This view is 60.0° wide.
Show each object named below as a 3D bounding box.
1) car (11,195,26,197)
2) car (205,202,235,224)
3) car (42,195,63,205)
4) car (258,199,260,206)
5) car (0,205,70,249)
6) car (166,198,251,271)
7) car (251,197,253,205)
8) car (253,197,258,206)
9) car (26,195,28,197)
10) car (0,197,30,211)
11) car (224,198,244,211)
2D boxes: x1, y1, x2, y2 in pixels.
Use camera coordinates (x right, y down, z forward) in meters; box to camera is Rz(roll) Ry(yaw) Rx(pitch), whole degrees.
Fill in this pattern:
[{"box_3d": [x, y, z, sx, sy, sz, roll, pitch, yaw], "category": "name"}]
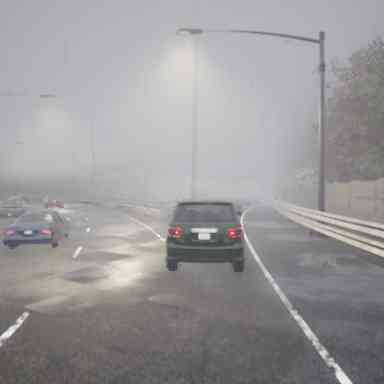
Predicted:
[{"box_3d": [-26.852, 1.358, 50.311, 1.812, 1.442, 4.674, 0, 0, -35], "category": "car"}, {"box_3d": [2.199, 1.503, 25.162, 1.994, 1.385, 4.181, 0, 0, 8], "category": "car"}, {"box_3d": [-18.059, 1.216, 43.020, 2.097, 1.767, 4.553, 0, 0, -29], "category": "car"}, {"box_3d": [14.631, 2.343, 77.915, 2.150, 2.045, 5.566, 0, -4, 16], "category": "car"}, {"box_3d": [-6.515, 1.501, 14.428, 2.033, 1.411, 5.357, 0, 0, -14], "category": "car"}, {"box_3d": [0.487, 1.194, 10.973, 2.150, 2.045, 5.566, 0, 0, 4], "category": "car"}, {"box_3d": [8.383, 1.584, 53.764, 1.994, 1.385, 4.181, 0, -1, 14], "category": "car"}, {"box_3d": [11.238, 1.980, 64.776, 1.895, 1.301, 4.718, 0, -2, 14], "category": "car"}, {"box_3d": [-31.774, 1.300, 62.003, 1.837, 1.490, 4.892, 0, 0, -41], "category": "car"}, {"box_3d": [-13.762, 1.405, 25.857, 2.128, 1.511, 4.902, 0, 0, -20], "category": "car"}, {"box_3d": [5.166, 1.468, 40.638, 1.994, 1.385, 4.181, 0, 0, 13], "category": "car"}]
